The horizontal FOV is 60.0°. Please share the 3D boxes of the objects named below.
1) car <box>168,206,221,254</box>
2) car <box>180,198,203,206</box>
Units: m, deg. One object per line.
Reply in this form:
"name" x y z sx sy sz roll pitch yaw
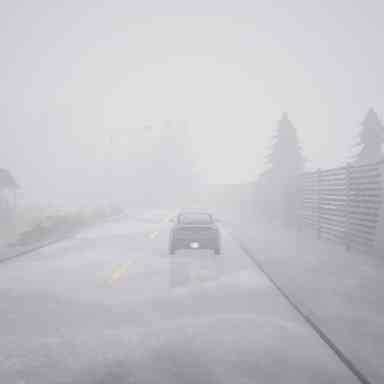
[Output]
"car" 0.101 1.520 13.464 1.837 1.490 4.892 0 0 0
"car" -0.024 1.391 31.483 2.097 1.767 4.553 0 0 -3
